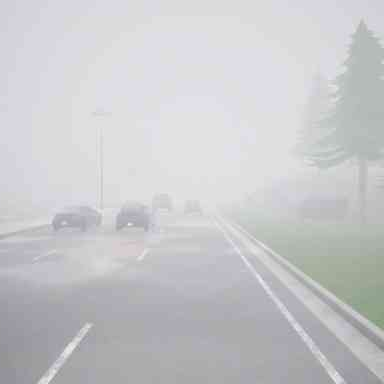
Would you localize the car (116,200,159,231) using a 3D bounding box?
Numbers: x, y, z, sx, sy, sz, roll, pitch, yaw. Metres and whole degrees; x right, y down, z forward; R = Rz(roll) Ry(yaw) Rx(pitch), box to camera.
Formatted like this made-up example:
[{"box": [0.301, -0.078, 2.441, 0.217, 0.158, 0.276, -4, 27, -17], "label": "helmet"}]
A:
[{"box": [-3.398, 1.504, 20.566, 1.837, 1.490, 4.892, 0, 0, 0], "label": "car"}]

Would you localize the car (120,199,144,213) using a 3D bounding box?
[{"box": [-6.899, 1.563, 38.557, 1.994, 1.385, 4.181, 0, 0, 0], "label": "car"}]

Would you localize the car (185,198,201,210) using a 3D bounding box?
[{"box": [0.140, 1.547, 44.509, 2.033, 1.411, 5.357, 0, 0, 1], "label": "car"}]

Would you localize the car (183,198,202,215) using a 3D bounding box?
[{"box": [0.097, 1.547, 34.433, 2.033, 1.411, 5.357, 0, 0, 0], "label": "car"}]

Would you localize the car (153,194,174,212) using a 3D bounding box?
[{"box": [-3.395, 1.221, 38.879, 2.150, 2.045, 5.566, 0, 0, 0], "label": "car"}]

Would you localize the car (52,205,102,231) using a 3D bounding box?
[{"box": [-6.898, 1.525, 20.273, 1.812, 1.442, 4.674, 0, 0, 0], "label": "car"}]
